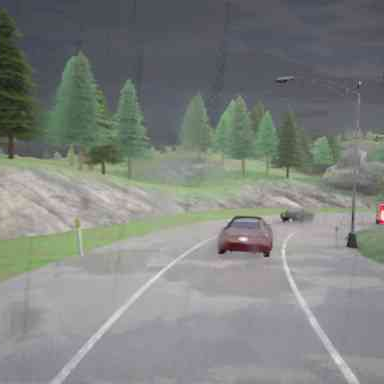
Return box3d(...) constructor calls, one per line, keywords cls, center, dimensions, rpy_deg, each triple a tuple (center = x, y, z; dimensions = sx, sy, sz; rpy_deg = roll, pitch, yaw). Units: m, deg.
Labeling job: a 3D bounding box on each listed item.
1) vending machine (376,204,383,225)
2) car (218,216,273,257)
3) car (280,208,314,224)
box3d(cls="vending machine", center=(20.604, 2.399, 35.581), dimensions=(0.880, 2.100, 1.100), rpy_deg=(-4, 11, -44))
box3d(cls="car", center=(2.302, 1.669, 13.705), dimensions=(1.994, 1.385, 4.181), rpy_deg=(2, -1, 14))
box3d(cls="car", center=(9.577, 2.118, 29.866), dimensions=(1.895, 1.301, 4.718), rpy_deg=(4, 0, 33))
